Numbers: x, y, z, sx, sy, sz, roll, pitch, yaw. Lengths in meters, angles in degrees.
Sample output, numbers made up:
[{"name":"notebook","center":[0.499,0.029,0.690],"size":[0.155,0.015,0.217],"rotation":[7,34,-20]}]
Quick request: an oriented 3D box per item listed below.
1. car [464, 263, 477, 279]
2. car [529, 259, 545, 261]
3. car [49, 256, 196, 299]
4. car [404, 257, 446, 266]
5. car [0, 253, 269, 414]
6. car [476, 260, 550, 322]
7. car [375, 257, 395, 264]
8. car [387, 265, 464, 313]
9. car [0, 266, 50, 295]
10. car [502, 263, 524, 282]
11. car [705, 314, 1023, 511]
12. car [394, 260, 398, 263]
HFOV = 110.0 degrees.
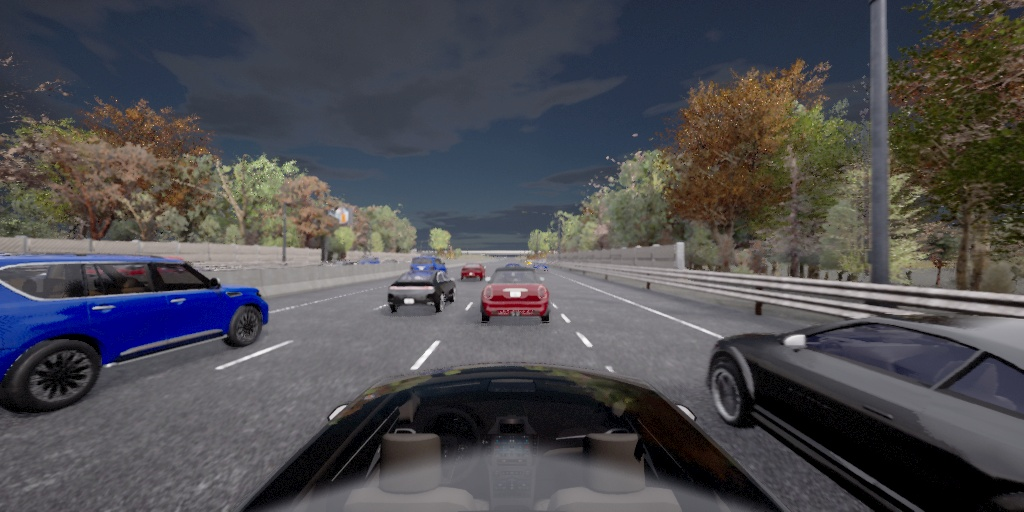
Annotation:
[{"name":"car","center":[-3.402,1.355,32.342],"size":[1.882,1.535,5.008],"rotation":[0,0,0]},{"name":"car","center":[3.496,1.244,45.404],"size":[1.882,1.535,5.008],"rotation":[0,0,0]},{"name":"car","center":[-21.102,1.045,19.956],"size":[2.150,2.045,5.566],"rotation":[0,0,0]},{"name":"car","center":[-6.904,1.088,29.895],"size":[2.150,2.045,5.566],"rotation":[0,0,0]},{"name":"car","center":[-6.902,0.989,6.194],"size":[2.150,2.045,5.566],"rotation":[0,0,0]},{"name":"car","center":[0.099,1.144,12.567],"size":[2.097,1.767,4.553],"rotation":[0,0,0]},{"name":"car","center":[-21.036,1.366,61.318],"size":[2.097,1.767,4.553],"rotation":[0,0,1]},{"name":"car","center":[-3.401,1.290,14.274],"size":[2.128,1.511,4.902],"rotation":[0,0,0]},{"name":"car","center":[-28.100,1.309,18.519],"size":[2.128,1.511,4.902],"rotation":[0,0,0]},{"name":"car","center":[0.098,1.401,31.792],"size":[1.812,1.442,4.674],"rotation":[0,0,0]},{"name":"car","center":[3.342,1.136,2.759],"size":[1.994,1.385,4.181],"rotation":[0,0,2]},{"name":"car","center":[-17.534,1.608,59.962],"size":[1.895,1.301,4.718],"rotation":[0,0,1]}]
